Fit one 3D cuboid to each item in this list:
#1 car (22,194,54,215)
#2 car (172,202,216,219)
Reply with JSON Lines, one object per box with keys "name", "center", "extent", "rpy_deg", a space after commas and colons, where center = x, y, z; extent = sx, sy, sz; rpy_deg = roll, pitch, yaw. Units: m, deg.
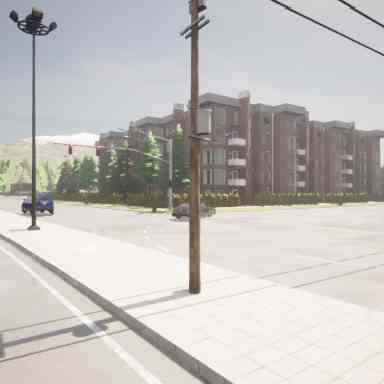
{"name": "car", "center": [-15.759, 1.223, 33.951], "extent": [2.150, 2.045, 5.566], "rpy_deg": [0, 0, -38]}
{"name": "car", "center": [0.256, 1.547, 28.737], "extent": [2.033, 1.411, 5.357], "rpy_deg": [0, 0, 27]}
